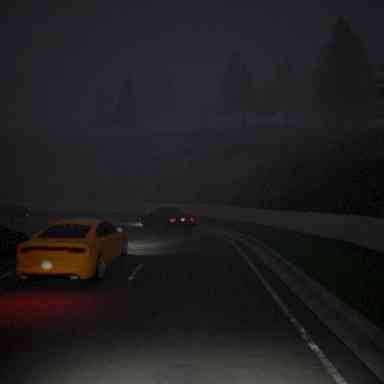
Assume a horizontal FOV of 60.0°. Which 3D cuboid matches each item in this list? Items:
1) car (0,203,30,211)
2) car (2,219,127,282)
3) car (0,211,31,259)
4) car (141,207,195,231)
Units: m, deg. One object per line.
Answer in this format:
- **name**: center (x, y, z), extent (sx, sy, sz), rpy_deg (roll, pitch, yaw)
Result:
- **car**: center (-15.504, 1.622, 26.737), extent (4.902, 1.511, 2.128), rpy_deg (0, -1, 7)
- **car**: center (-3.268, 1.535, 10.015), extent (1.882, 1.535, 5.008), rpy_deg (0, 0, 0)
- **car**: center (-6.801, 1.551, 10.127), extent (1.837, 1.490, 4.892), rpy_deg (0, -1, 0)
- **car**: center (-1.692, 1.686, 21.659), extent (2.033, 1.411, 5.357), rpy_deg (1, -1, -27)
